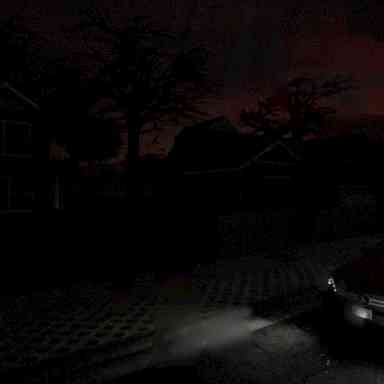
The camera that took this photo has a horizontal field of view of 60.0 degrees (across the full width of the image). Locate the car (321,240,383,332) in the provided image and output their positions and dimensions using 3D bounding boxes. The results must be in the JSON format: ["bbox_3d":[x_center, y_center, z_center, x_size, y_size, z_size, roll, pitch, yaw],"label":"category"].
[{"bbox_3d":[4.389,1.489,6.185,4.674,1.442,1.812,0,0,-35],"label":"car"}]
